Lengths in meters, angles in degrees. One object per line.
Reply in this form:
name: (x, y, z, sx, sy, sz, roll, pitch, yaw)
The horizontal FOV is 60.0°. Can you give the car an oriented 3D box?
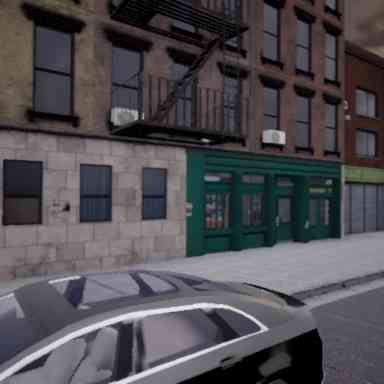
car: (-0.979, 1.507, 2.634, 4.902, 1.511, 2.128, 1, -1, -34)
